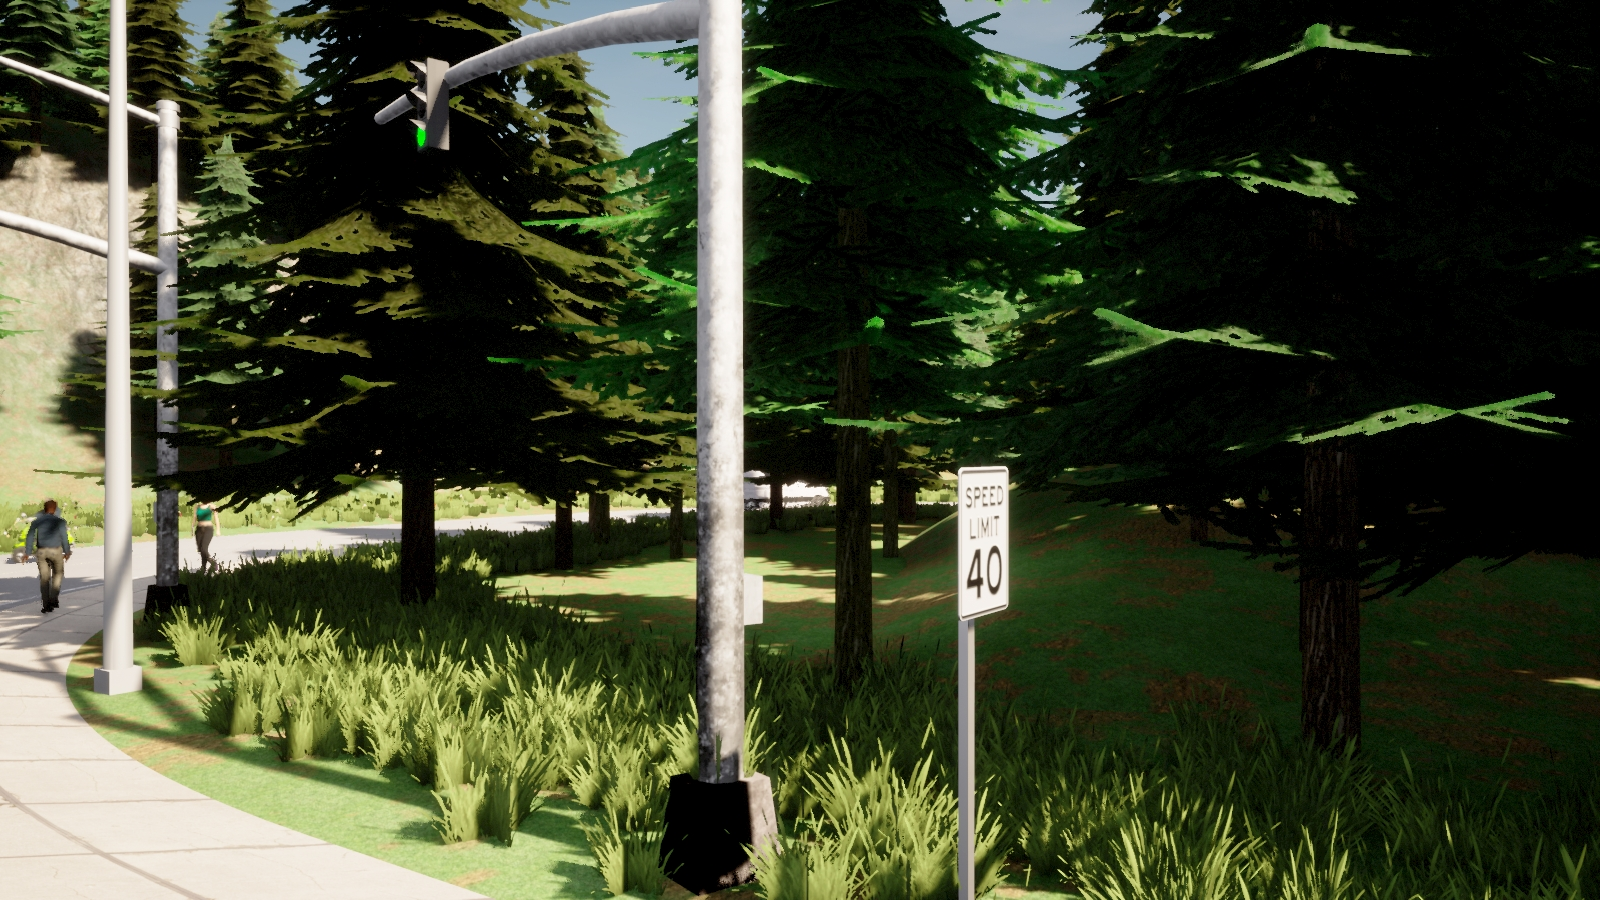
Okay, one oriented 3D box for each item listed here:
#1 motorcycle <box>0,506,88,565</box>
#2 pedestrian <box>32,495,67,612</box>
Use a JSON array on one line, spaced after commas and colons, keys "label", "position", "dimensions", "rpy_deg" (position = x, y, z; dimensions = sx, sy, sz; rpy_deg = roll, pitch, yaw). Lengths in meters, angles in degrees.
[{"label": "motorcycle", "position": [-18.903, 2.113, 28.560], "dimensions": [0.856, 1.316, 1.805], "rpy_deg": [2, 0, 11]}, {"label": "pedestrian", "position": [-12.163, 1.668, 18.518], "dimensions": [0.375, 1.860, 0.375], "rpy_deg": [0, 0, -16]}]
